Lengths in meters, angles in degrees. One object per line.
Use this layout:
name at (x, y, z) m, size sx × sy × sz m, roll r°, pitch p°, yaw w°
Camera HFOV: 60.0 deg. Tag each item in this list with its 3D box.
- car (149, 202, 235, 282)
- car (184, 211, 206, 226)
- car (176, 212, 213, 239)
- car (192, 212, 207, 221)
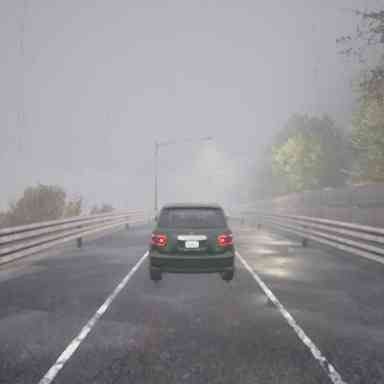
car at (0.000, 1.323, 10.212) m, size 2.150 × 2.045 × 5.566 m, roll 0°, pitch -1°, yaw 0°
car at (0.338, 2.553, 32.640) m, size 1.994 × 1.385 × 4.181 m, roll 0°, pitch -3°, yaw 2°
car at (0.157, 1.944, 20.076) m, size 1.994 × 1.385 × 4.181 m, roll 0°, pitch -2°, yaw 1°
car at (1.098, 3.386, 46.496) m, size 1.895 × 1.301 × 4.718 m, roll 0°, pitch -3°, yaw 3°
